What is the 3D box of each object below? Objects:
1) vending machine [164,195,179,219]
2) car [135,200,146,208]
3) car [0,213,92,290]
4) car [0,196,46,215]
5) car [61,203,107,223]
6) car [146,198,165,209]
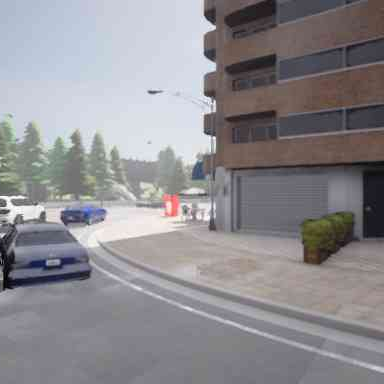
[{"bbox_3d":[-1.834,1.287,29.511,1.100,2.100,0.880,0,0,22],"label":"vending machine"},{"bbox_3d":[-6.515,1.753,50.711,1.895,1.301,4.718,0,0,35],"label":"car"},{"bbox_3d":[-4.294,1.573,9.321,2.033,1.411,5.357,0,0,-31],"label":"car"},{"bbox_3d":[-11.426,1.278,21.349,2.150,2.045,5.566,0,0,-1],"label":"car"},{"bbox_3d":[-7.755,1.546,24.267,1.882,1.535,5.008,0,0,4],"label":"car"},{"bbox_3d":[-3.992,1.653,48.213,1.837,1.490,4.892,0,-1,35],"label":"car"}]
